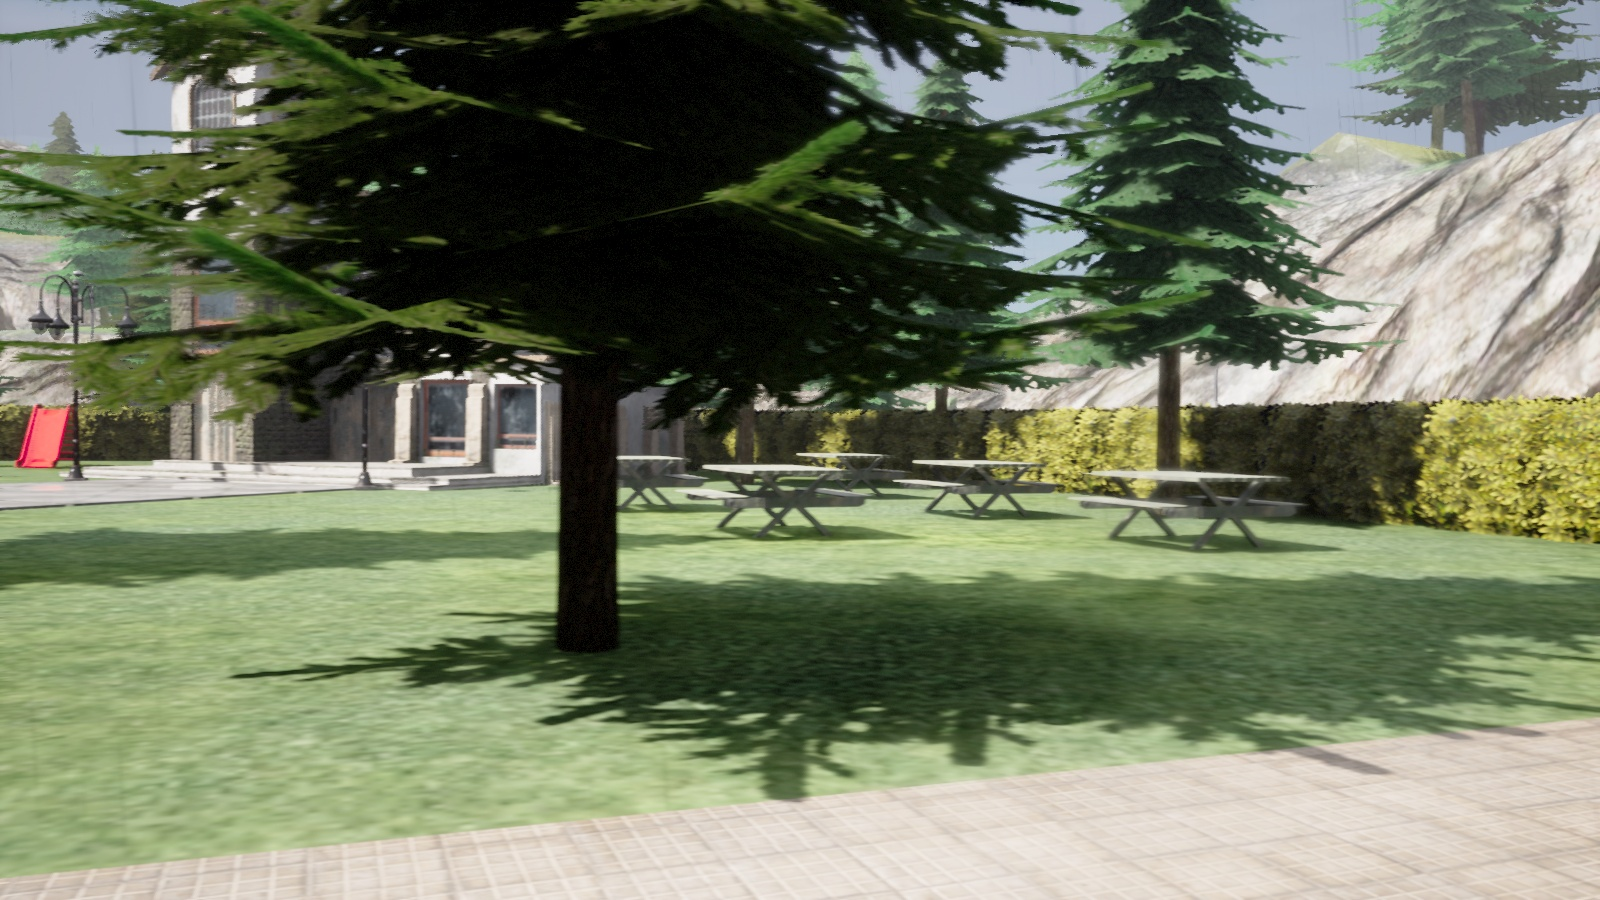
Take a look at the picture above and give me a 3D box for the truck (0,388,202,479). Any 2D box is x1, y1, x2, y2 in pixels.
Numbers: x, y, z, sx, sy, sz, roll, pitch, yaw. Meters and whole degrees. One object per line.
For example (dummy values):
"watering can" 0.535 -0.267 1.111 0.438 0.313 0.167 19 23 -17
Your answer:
"truck" -28.356 -0.690 49.979 7.936 3.462 2.891 -1 1 -20
